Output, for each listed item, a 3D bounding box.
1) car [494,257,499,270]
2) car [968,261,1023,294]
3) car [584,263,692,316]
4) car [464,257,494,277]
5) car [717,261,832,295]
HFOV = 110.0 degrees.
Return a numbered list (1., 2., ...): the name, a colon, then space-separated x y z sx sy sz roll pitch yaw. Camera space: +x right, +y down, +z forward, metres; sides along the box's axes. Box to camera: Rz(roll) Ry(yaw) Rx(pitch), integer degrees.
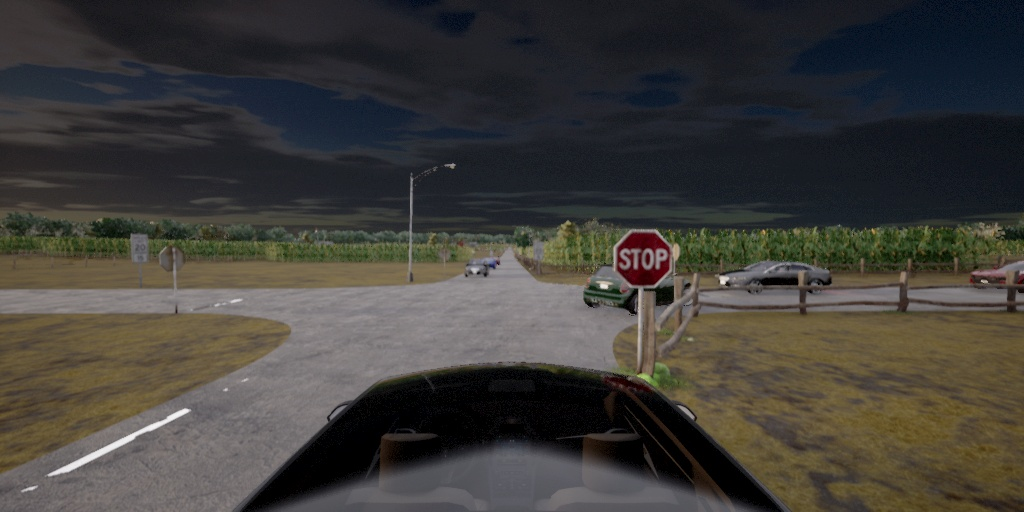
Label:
1. car: -3.021 0.897 45.176 1.882 1.535 5.008 0 0 0
2. car: 25.507 0.970 17.475 5.008 1.535 1.882 0 2 0
3. car: 4.862 1.019 13.400 4.553 1.767 2.097 -1 2 -36
4. car: -2.967 0.987 31.022 2.128 1.511 4.902 0 0 0
5. car: 12.607 1.001 17.358 4.902 1.511 2.128 0 2 -2
